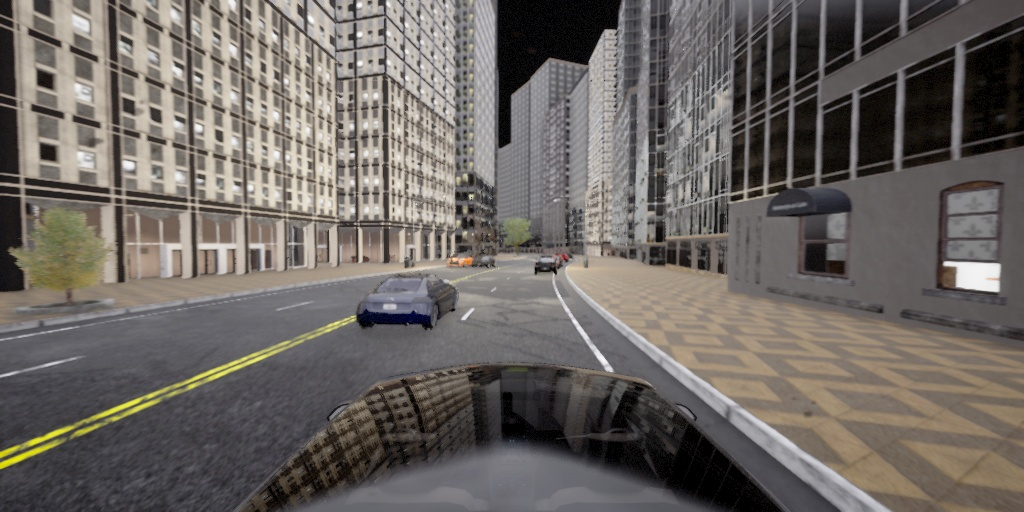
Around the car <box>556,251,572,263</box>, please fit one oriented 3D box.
[{"bbox_3d":[8.949,0.122,64.798,2.150,2.045,5.566,1,1,14],"label":"car"}]

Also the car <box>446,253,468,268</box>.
[{"bbox_3d":[-6.131,0.465,42.545,2.097,1.767,4.553,1,1,11],"label":"car"}]

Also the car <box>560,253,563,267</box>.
[{"bbox_3d":[4.461,0.742,40.832,1.812,1.442,4.674,1,1,10],"label":"car"}]

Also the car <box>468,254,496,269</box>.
[{"bbox_3d":[-3.129,0.638,40.917,1.882,1.535,5.008,1,1,10],"label":"car"}]

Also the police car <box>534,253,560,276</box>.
[{"bbox_3d":[2.984,0.769,31.302,1.930,1.638,5.238,0,1,8],"label":"police car"}]

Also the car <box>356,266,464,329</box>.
[{"bbox_3d":[-2.884,1.172,10.704,1.994,1.385,4.181,0,1,2],"label":"car"}]

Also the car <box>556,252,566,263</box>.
[{"bbox_3d":[5.550,0.618,46.581,1.882,1.535,5.008,1,1,11],"label":"car"}]
